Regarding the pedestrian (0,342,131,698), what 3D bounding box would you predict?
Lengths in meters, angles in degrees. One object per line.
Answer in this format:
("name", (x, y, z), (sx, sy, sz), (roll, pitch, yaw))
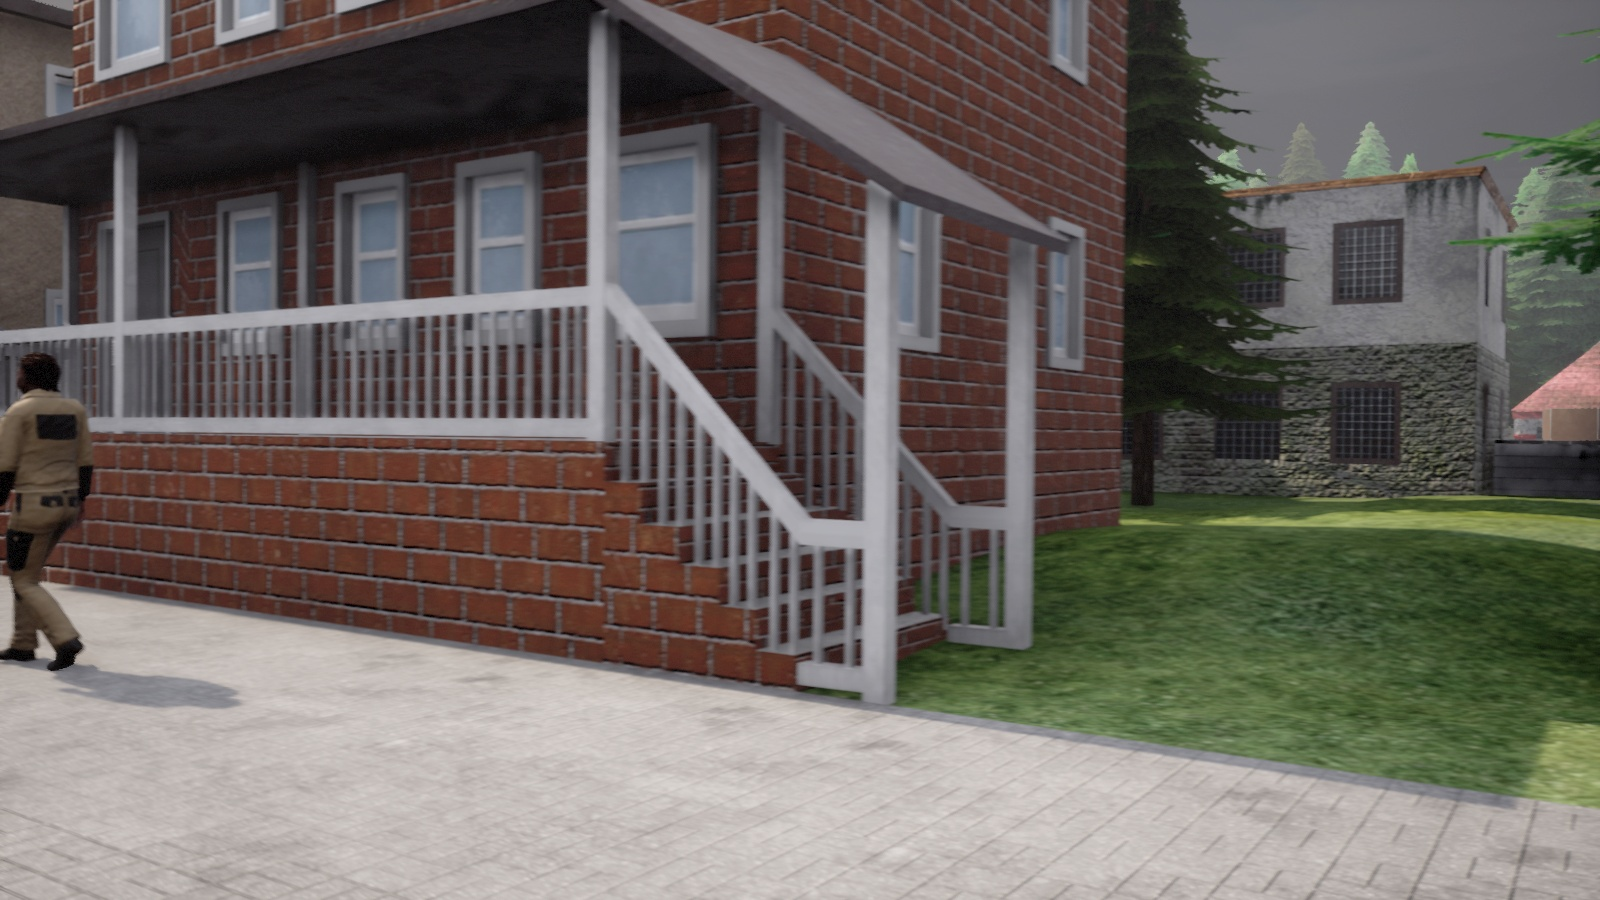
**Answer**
("pedestrian", (-4.234, 0.378, 7.116), (0.692, 1.930, 0.396), (0, 1, 21))
